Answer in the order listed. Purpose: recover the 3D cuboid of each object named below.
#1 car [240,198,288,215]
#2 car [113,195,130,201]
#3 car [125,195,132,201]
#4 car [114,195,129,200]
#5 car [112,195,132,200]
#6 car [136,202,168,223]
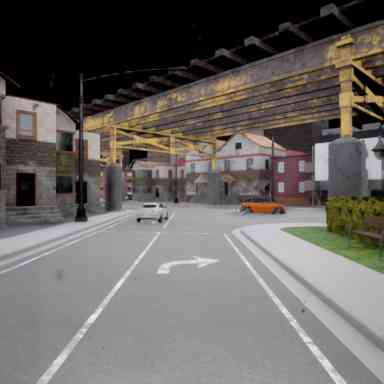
[{"bbox_3d":[7.123,1.352,32.930,4.553,1.767,2.097,0,1,12],"label":"car"},{"bbox_3d":[-17.637,1.451,83.746,2.038,1.542,4.974,0,0,15],"label":"car"},{"bbox_3d":[-16.954,1.451,80.078,4.974,1.542,2.038,0,0,-15],"label":"car"},{"bbox_3d":[-17.624,1.293,83.796,1.853,1.218,4.536,0,0,15],"label":"car"},{"bbox_3d":[-16.904,1.293,80.091,4.536,1.218,1.853,0,0,-15],"label":"car"},{"bbox_3d":[-3.038,1.525,25.836,1.812,1.442,4.674,0,0,4],"label":"car"}]
